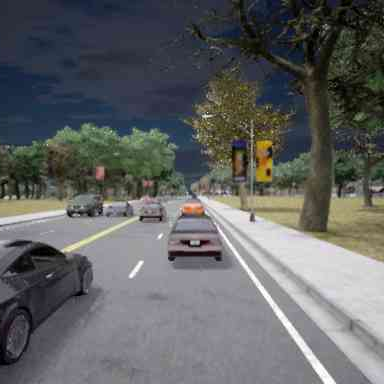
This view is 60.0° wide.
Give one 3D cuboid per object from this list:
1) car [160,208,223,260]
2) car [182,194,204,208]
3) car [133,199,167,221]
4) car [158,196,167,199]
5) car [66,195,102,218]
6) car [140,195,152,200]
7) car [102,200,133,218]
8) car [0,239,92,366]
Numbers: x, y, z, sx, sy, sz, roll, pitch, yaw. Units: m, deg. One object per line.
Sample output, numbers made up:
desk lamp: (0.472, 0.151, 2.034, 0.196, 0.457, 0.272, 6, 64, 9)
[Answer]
car: (0.094, 1.564, 12.457, 2.033, 1.411, 5.357, 0, 0, 0)
car: (0.094, 1.396, 32.080, 2.097, 1.767, 4.553, 0, 0, 0)
car: (-3.158, 1.585, 27.461, 2.033, 1.411, 5.357, 0, 0, 0)
car: (-6.508, 1.639, 72.263, 1.994, 1.385, 4.181, 0, 0, 0)
car: (-9.852, 1.266, 31.144, 2.150, 2.045, 5.566, 0, 0, 0)
car: (-9.758, 1.442, 70.948, 2.097, 1.767, 4.553, 0, 0, 0)
car: (-6.601, 1.568, 30.844, 1.812, 1.442, 4.674, 0, 0, 0)
car: (-3.178, 1.533, 5.670, 1.812, 1.442, 4.674, 0, 0, 0)
